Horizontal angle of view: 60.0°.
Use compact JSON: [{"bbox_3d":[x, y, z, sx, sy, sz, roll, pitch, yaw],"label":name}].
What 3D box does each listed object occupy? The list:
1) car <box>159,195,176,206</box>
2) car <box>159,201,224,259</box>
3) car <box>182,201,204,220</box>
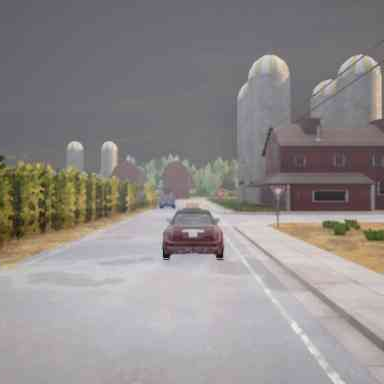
[{"bbox_3d":[-3.579,1.483,49.249,2.150,2.045,5.566,0,0,0],"label":"car"},{"bbox_3d":[0.053,1.422,12.969,2.097,1.767,4.553,0,0,0],"label":"car"},{"bbox_3d":[0.060,1.635,31.211,1.882,1.535,5.008,0,0,0],"label":"car"}]
